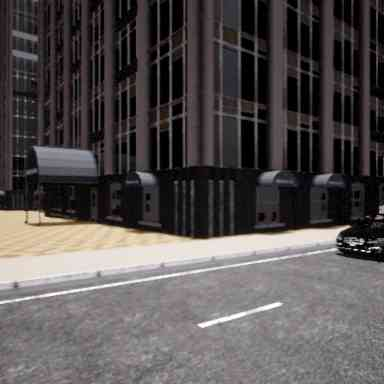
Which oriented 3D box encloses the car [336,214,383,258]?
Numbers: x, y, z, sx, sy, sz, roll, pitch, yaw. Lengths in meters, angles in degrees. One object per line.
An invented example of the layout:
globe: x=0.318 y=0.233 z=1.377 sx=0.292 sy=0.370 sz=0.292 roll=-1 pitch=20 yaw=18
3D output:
car: x=7.639 y=1.653 z=13.124 sx=4.892 sy=1.490 sz=1.837 roll=1 pitch=-1 yaw=-35
